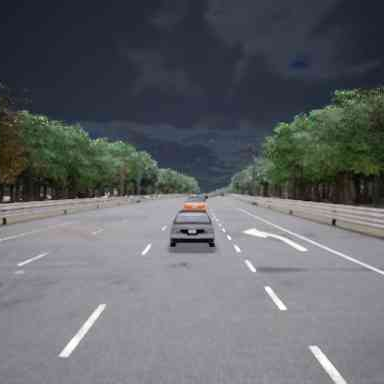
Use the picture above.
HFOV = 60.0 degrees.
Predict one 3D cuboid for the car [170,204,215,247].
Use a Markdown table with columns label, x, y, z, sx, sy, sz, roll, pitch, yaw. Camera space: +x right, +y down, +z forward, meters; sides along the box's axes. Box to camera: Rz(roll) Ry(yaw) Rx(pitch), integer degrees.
| label | x | y | z | sx | sy | sz | roll | pitch | yaw |
| --- | --- | --- | --- | --- | --- | --- | --- | --- | --- |
| car | 0.031 | 1.502 | 14.854 | 2.033 | 1.411 | 5.357 | 0 | 0 | 0 |

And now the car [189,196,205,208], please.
| label | x | y | z | sx | sy | sz | roll | pitch | yaw |
| --- | --- | --- | --- | --- | --- | --- | --- | --- | --- |
| car | 0.733 | 1.368 | 45.334 | 2.128 | 1.511 | 4.902 | 0 | 0 | 2 |

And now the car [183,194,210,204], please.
| label | x | y | z | sx | sy | sz | roll | pitch | yaw |
| --- | --- | --- | --- | --- | --- | --- | --- | --- | --- |
| car | 0.269 | 1.248 | 30.186 | 2.097 | 1.767 | 4.553 | 0 | 0 | 1 |

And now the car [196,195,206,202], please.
| label | x | y | z | sx | sy | sz | roll | pitch | yaw |
| --- | --- | --- | --- | --- | --- | --- | --- | --- | --- |
| car | 1.937 | 1.420 | 69.253 | 1.994 | 1.385 | 4.181 | 0 | 0 | 4 |
